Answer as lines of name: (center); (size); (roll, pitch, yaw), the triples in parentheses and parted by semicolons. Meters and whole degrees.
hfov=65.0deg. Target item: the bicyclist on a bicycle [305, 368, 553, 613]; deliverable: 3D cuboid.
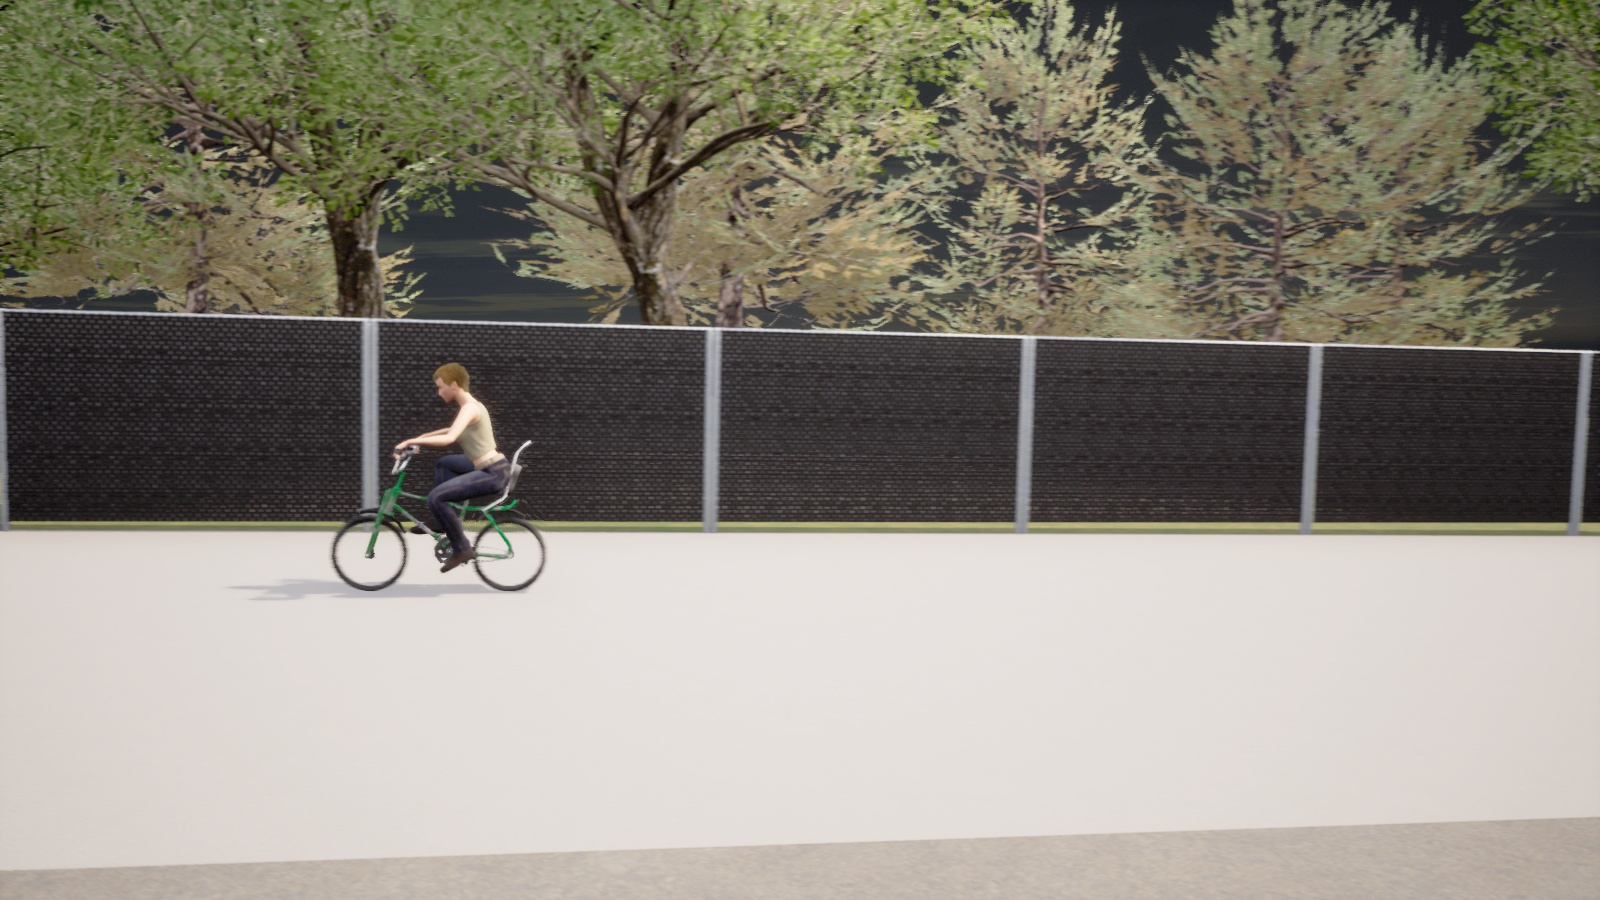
bicyclist on a bicycle: (-2.532, 0.241, 8.756); (1.509, 1.612, 0.866); (0, 4, -6)
